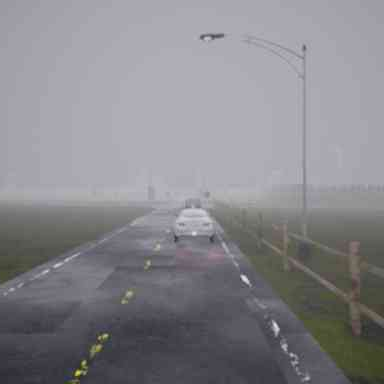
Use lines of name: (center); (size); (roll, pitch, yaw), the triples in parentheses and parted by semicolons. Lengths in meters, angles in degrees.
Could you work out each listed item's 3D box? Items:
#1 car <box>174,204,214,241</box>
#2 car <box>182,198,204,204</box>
car: (0.090, 1.533, 16.495); (1.812, 1.442, 4.674); (0, 0, 0)
car: (0.083, 1.360, 32.544); (2.097, 1.767, 4.553); (0, 0, 0)
